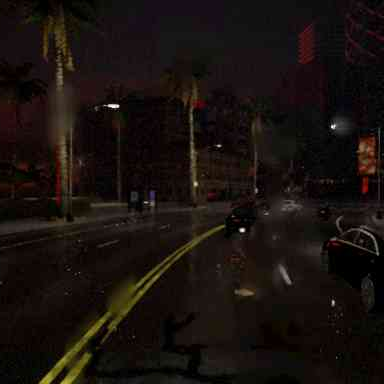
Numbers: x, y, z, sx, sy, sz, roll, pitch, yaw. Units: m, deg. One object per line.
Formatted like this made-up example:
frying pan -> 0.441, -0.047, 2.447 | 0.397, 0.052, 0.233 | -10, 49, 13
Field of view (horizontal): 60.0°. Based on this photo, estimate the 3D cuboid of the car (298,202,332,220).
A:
car -> 10.702, 1.573, 28.210 | 2.033, 1.411, 5.357 | 0, 0, 27

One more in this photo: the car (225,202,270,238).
car -> 2.981, 1.504, 17.726 | 1.837, 1.490, 4.892 | 0, 0, 15

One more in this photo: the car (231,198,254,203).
car -> 6.541, 1.473, 42.381 | 1.882, 1.535, 5.008 | 0, 0, 32

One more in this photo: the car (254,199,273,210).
car -> 9.566, 1.574, 40.614 | 1.994, 1.385, 4.181 | 0, 0, 32

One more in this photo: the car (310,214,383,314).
car -> 4.363, 1.505, 7.493 | 2.128, 1.511, 4.902 | 0, 0, 7

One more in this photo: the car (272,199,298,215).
car -> 10.067, 1.543, 34.193 | 1.812, 1.442, 4.674 | 0, 0, 30
